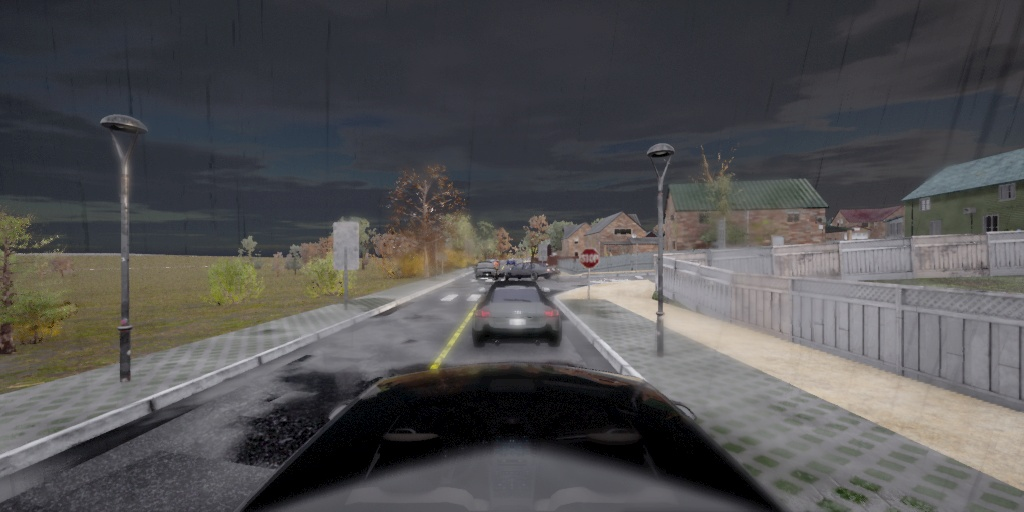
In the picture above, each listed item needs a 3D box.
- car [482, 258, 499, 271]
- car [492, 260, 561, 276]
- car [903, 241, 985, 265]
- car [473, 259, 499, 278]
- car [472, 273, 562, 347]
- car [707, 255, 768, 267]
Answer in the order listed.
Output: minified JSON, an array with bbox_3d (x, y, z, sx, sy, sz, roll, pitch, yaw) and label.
[{"bbox_3d":[-2.985,1.121,51.038,2.097,1.767,4.553,0,0,0],"label":"car"},{"bbox_3d":[1.263,1.198,28.320,5.357,1.411,2.033,-4,-3,43],"label":"car"},{"bbox_3d":[23.836,-0.208,20.338,4.902,1.511,2.128,-3,0,14],"label":"car"},{"bbox_3d":[-2.333,1.258,31.222,1.837,1.490,4.892,0,0,-8],"label":"car"},{"bbox_3d":[0.081,1.313,9.302,1.994,1.385,4.181,0,0,-1],"label":"car"},{"bbox_3d":[14.329,0.413,22.734,4.181,1.385,1.994,-3,0,16],"label":"car"}]
